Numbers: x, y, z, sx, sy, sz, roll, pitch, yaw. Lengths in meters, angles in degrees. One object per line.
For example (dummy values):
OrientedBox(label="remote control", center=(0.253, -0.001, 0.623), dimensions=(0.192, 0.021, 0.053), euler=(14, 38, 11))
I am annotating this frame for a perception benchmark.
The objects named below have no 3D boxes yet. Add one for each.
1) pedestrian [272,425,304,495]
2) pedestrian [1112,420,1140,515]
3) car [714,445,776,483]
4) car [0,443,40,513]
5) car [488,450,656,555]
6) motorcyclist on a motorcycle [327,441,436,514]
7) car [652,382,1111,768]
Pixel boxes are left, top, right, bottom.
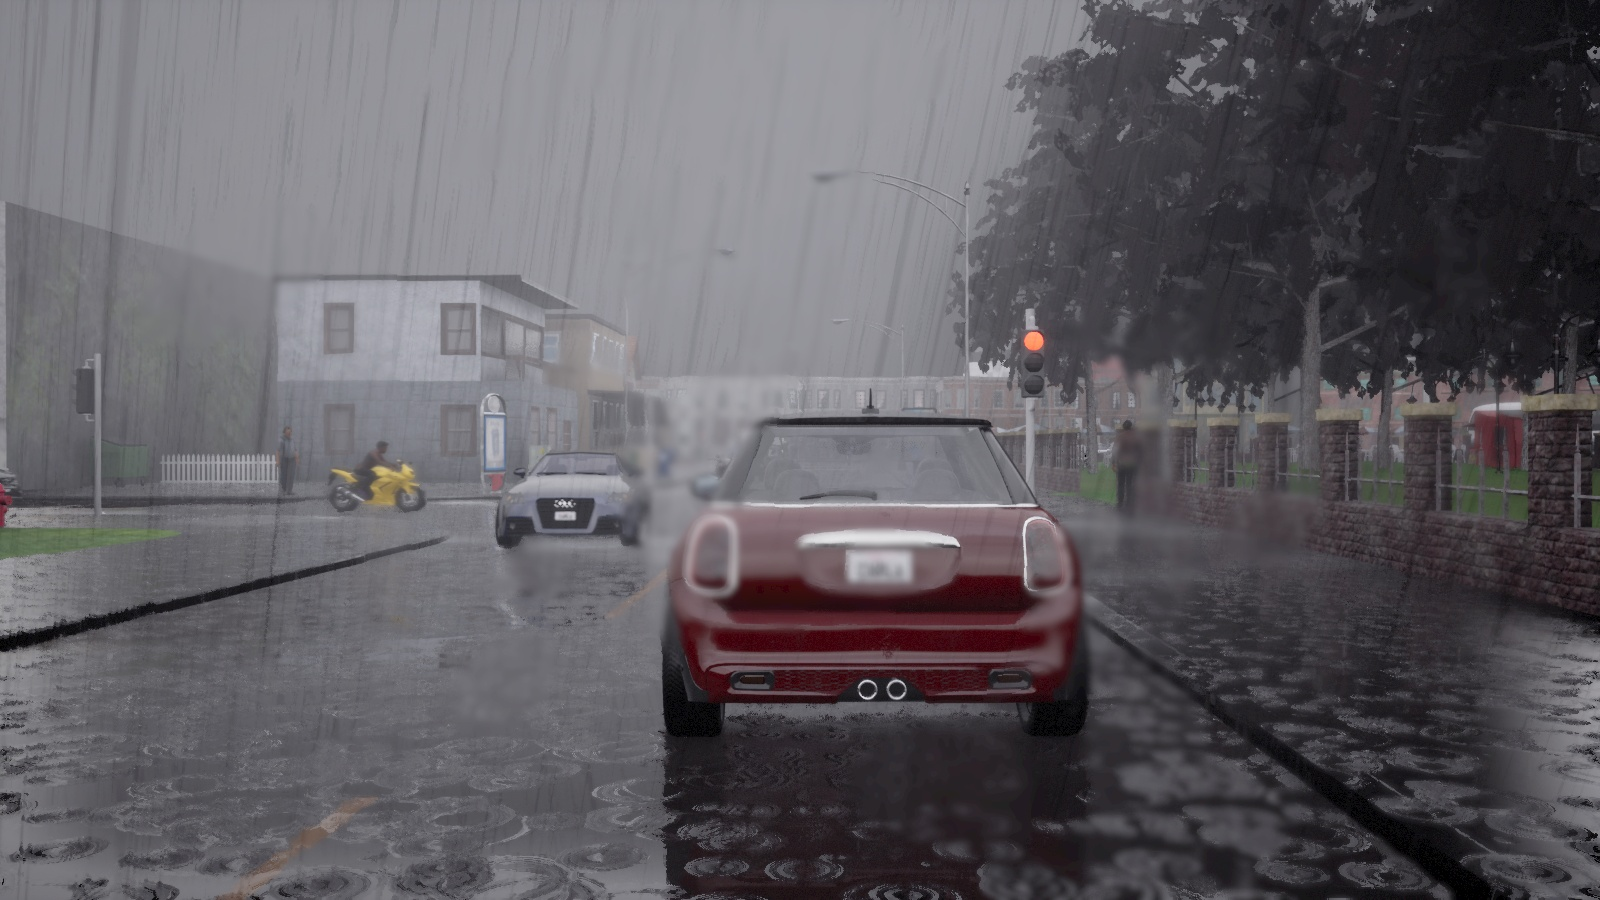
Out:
OrientedBox(label="pedestrian", center=(-13.722, 0.255, 33.651), dimensions=(0.694, 1.848, 0.540), euler=(0, 0, 43))
OrientedBox(label="pedestrian", center=(6.261, 0.325, 24.124), dimensions=(0.328, 1.805, 0.869), euler=(0, 0, 2))
OrientedBox(label="car", center=(-2.120, 0.509, 50.148), dimensions=(2.033, 1.411, 5.357), euler=(0, 0, 2))
OrientedBox(label="car", center=(-19.240, 0.584, 26.873), dimensions=(4.892, 1.490, 1.837), euler=(0, 0, 2))
OrientedBox(label="car", center=(-3.310, 0.700, 18.988), dimensions=(1.994, 1.385, 4.181), euler=(0, 0, -3))
OrientedBox(label="motorcyclist on a motorcycle", center=(-8.818, 0.572, 26.504), dimensions=(2.044, 1.523, 0.797), euler=(0, 0, 1))
OrientedBox(label="car", center=(0.361, 0.560, 8.016), dimensions=(2.097, 1.767, 4.553), euler=(0, 0, 0))
